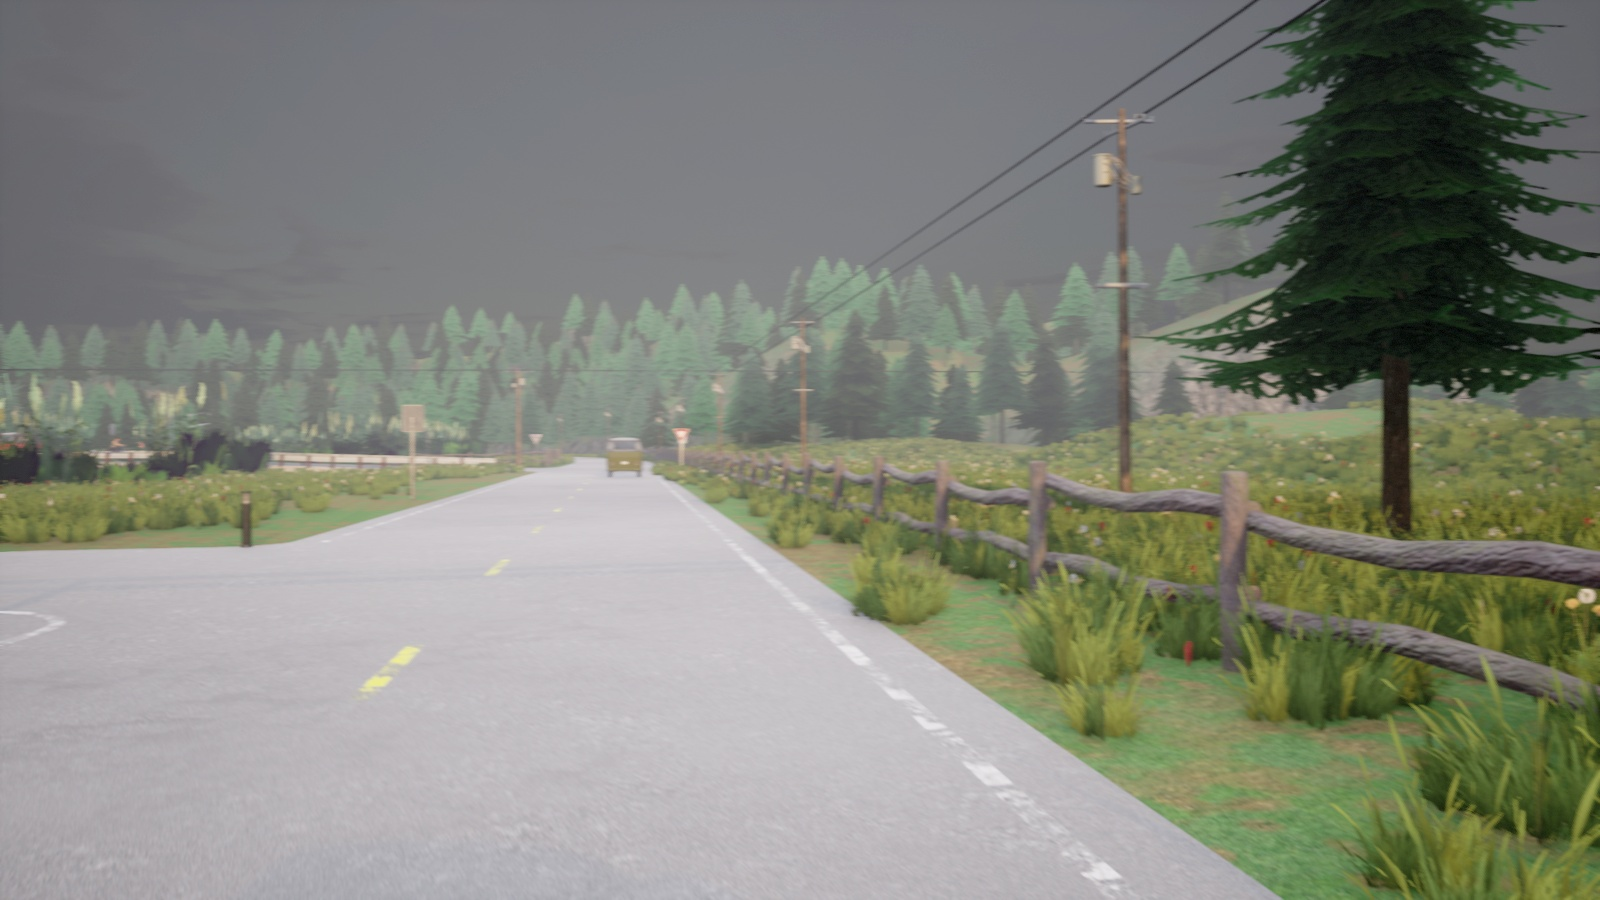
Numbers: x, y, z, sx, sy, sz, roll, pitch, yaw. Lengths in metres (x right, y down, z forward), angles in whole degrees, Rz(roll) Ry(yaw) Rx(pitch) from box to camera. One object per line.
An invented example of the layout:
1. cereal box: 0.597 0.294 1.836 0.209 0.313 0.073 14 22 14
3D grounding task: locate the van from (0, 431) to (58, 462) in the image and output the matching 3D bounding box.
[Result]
1. van: -51.648 -0.199 82.659 4.442 1.987 1.775 -1 0 -6

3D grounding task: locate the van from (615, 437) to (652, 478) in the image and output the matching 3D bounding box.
1. van: -8.406 0.364 63.512 1.775 1.987 4.442 0 0 -8
